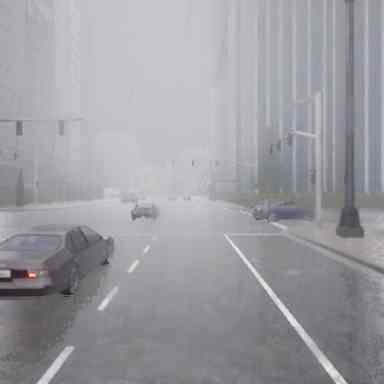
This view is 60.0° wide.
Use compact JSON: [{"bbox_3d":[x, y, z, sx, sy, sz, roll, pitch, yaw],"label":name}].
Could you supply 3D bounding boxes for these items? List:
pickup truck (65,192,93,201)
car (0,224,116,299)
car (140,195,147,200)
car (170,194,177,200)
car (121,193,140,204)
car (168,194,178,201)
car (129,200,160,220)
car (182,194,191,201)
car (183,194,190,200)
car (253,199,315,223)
[{"bbox_3d":[-24.795,0.938,73.556,2.390,2.098,6.274,0,0,30],"label":"pickup truck"},{"bbox_3d":[-3.439,1.533,8.577,2.033,1.411,5.357,0,0,0],"label":"car"},{"bbox_3d":[-11.736,1.391,77.594,2.128,1.511,4.902,0,0,-1],"label":"car"},{"bbox_3d":[-4.920,1.263,89.231,1.837,1.490,4.892,0,0,-1],"label":"car"},{"bbox_3d":[-11.493,1.121,61.222,2.150,2.045,5.566,0,0,-1],"label":"car"},{"bbox_3d":[-4.752,1.403,78.616,2.033,1.411,5.357,0,0,-1],"label":"car"},{"bbox_3d":[-3.695,1.557,27.067,1.895,1.301,4.718,0,0,-1],"label":"car"},{"bbox_3d":[-1.258,1.388,79.036,1.812,1.442,4.674,0,0,-1],"label":"car"},{"bbox_3d":[-1.421,1.241,89.286,1.882,1.535,5.008,0,0,-1],"label":"car"},{"bbox_3d":[6.948,1.312,24.827,4.553,1.767,2.097,0,0,-15],"label":"car"}]
